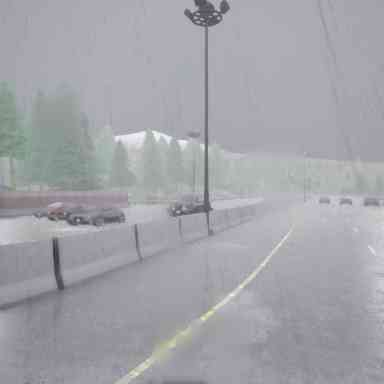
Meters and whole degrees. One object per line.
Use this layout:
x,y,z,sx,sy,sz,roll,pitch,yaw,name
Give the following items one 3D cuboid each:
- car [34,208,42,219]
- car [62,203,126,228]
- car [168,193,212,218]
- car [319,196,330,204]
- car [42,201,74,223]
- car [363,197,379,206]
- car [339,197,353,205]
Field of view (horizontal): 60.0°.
-11.289,1.525,28.637,1.812,1.442,4.674,0,0,22,car
-6.276,1.564,22.362,1.994,1.385,4.181,0,0,22,car
-0.048,1.227,28.385,2.150,2.045,5.566,0,0,22,car
25.403,1.491,63.675,2.128,1.511,4.902,0,0,22,car
-8.764,1.601,25.547,1.895,1.301,4.718,0,0,22,car
29.161,1.491,54.201,2.128,1.511,4.902,0,0,22,car
27.250,1.526,58.868,1.812,1.442,4.674,0,0,22,car
